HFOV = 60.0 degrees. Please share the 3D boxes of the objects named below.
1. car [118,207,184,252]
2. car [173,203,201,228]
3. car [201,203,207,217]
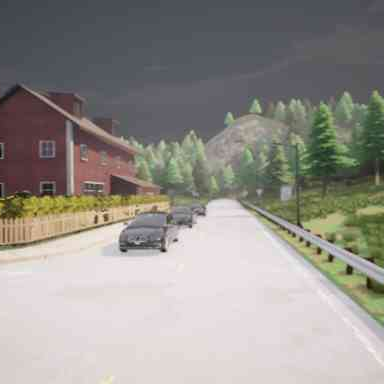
[{"bbox_3d":[-1.720,1.633,14.554,1.837,1.490,4.892,-1,0,7],"label":"car"},{"bbox_3d":[-0.699,1.681,23.621,1.837,1.490,4.892,-1,0,6],"label":"car"},{"bbox_3d":[0.438,1.792,33.561,1.994,1.385,4.181,-1,0,7],"label":"car"}]
